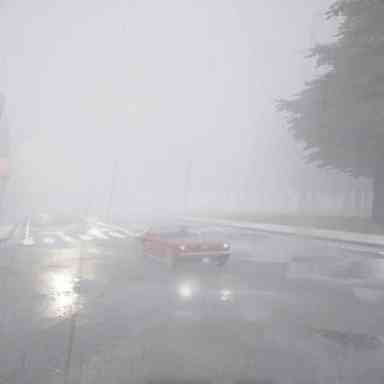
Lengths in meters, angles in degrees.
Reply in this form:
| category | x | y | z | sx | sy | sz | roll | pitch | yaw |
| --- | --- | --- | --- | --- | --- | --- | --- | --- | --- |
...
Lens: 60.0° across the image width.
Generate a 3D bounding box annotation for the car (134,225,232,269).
| category | x | y | z | sx | sy | sz | roll | pitch | yaw |
| --- | --- | --- | --- | --- | --- | --- | --- | --- | --- |
| car | -0.539 | 1.841 | 11.783 | 1.895 | 1.301 | 4.718 | 2 | -5 | -26 |
